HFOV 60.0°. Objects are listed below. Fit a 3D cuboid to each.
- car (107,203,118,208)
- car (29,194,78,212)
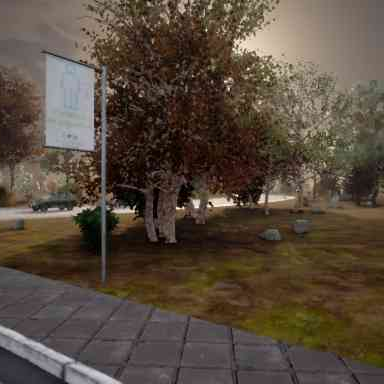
[{"bbox_3d":[-10.155,1.462,48.182,1.837,1.490,4.892,0,0,37],"label":"car"},{"bbox_3d":[-16.546,1.212,39.955,2.150,2.045,5.566,0,0,38],"label":"car"}]
